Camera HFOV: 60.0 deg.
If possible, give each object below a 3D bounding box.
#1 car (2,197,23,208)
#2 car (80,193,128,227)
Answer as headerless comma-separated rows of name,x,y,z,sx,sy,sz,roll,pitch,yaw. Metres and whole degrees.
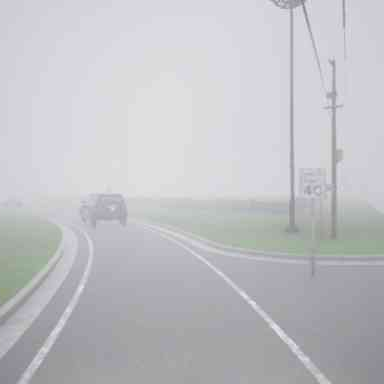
car,-24.004,1.369,44.445,1.994,1.385,4.181,-1,1,-39
car,-5.964,1.098,22.134,2.150,2.045,5.566,0,0,-28
